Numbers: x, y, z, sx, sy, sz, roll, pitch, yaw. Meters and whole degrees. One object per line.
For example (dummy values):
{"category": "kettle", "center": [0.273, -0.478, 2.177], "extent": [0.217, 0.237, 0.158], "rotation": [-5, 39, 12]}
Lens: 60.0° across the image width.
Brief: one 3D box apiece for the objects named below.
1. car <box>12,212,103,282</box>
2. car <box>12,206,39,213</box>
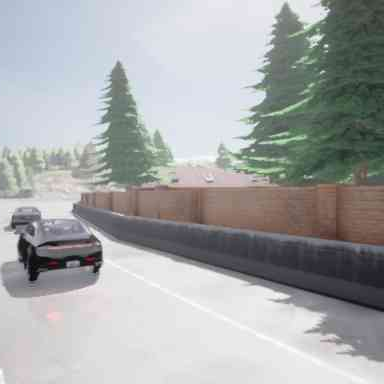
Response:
{"category": "car", "center": [-4.187, 1.565, 10.198], "extent": [2.128, 1.511, 4.902], "rotation": [0, 0, -32]}
{"category": "car", "center": [-11.730, 1.731, 23.648], "extent": [2.033, 1.411, 5.357], "rotation": [0, 0, -26]}
